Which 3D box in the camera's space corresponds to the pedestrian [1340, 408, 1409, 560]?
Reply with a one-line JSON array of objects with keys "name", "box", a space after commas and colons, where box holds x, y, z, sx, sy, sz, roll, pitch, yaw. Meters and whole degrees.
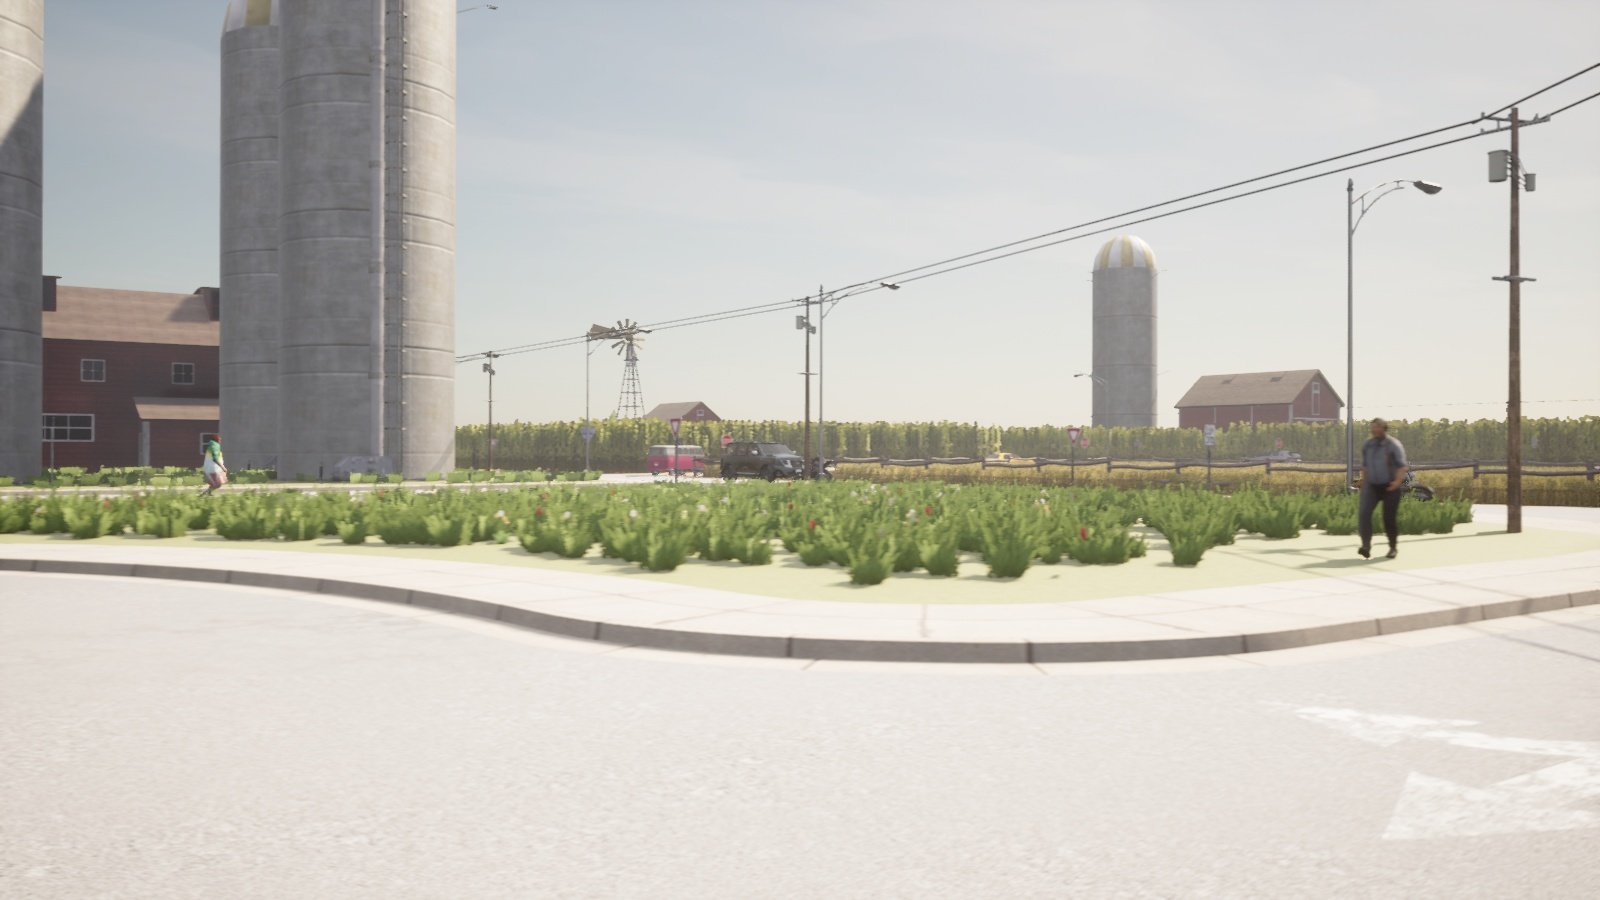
[{"name": "pedestrian", "box": [7.189, 0.417, 15.703, 0.694, 1.848, 0.540, 0, 0, -41]}]

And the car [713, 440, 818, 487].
[{"name": "car", "box": [-1.672, 0.610, 58.360, 2.150, 2.045, 5.566, 0, 0, -35]}]

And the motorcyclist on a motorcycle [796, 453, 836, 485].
[{"name": "motorcyclist on a motorcycle", "box": [0.766, 0.928, 60.987, 0.866, 1.530, 2.191, 0, 0, -35]}]

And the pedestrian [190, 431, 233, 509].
[{"name": "pedestrian", "box": [-14.976, 0.510, 31.955, 0.873, 1.952, 0.659, 0, 0, -36]}]

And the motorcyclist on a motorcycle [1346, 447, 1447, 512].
[{"name": "motorcyclist on a motorcycle", "box": [15.709, 0.743, 33.122, 0.766, 1.649, 2.350, 0, 0, -33]}]

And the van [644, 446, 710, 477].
[{"name": "van", "box": [-7.988, 0.715, 81.923, 1.775, 1.987, 4.442, 0, 0, 37]}]
